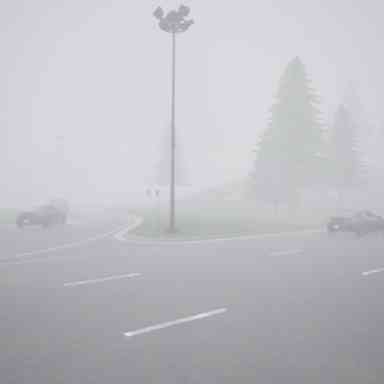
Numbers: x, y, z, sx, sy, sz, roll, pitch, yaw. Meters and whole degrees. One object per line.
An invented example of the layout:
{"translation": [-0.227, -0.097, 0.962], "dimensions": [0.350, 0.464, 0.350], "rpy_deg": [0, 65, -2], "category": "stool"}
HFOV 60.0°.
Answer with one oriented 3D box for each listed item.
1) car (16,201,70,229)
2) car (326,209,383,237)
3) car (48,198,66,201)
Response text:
{"translation": [-9.890, 1.574, 22.106], "dimensions": [1.812, 1.442, 4.674], "rpy_deg": [1, 0, -1], "category": "car"}
{"translation": [9.650, 1.723, 19.248], "dimensions": [4.674, 1.442, 1.812], "rpy_deg": [1, 0, -36], "category": "car"}
{"translation": [-15.286, 1.447, 37.389], "dimensions": [2.097, 1.767, 4.553], "rpy_deg": [1, 0, -33], "category": "car"}
